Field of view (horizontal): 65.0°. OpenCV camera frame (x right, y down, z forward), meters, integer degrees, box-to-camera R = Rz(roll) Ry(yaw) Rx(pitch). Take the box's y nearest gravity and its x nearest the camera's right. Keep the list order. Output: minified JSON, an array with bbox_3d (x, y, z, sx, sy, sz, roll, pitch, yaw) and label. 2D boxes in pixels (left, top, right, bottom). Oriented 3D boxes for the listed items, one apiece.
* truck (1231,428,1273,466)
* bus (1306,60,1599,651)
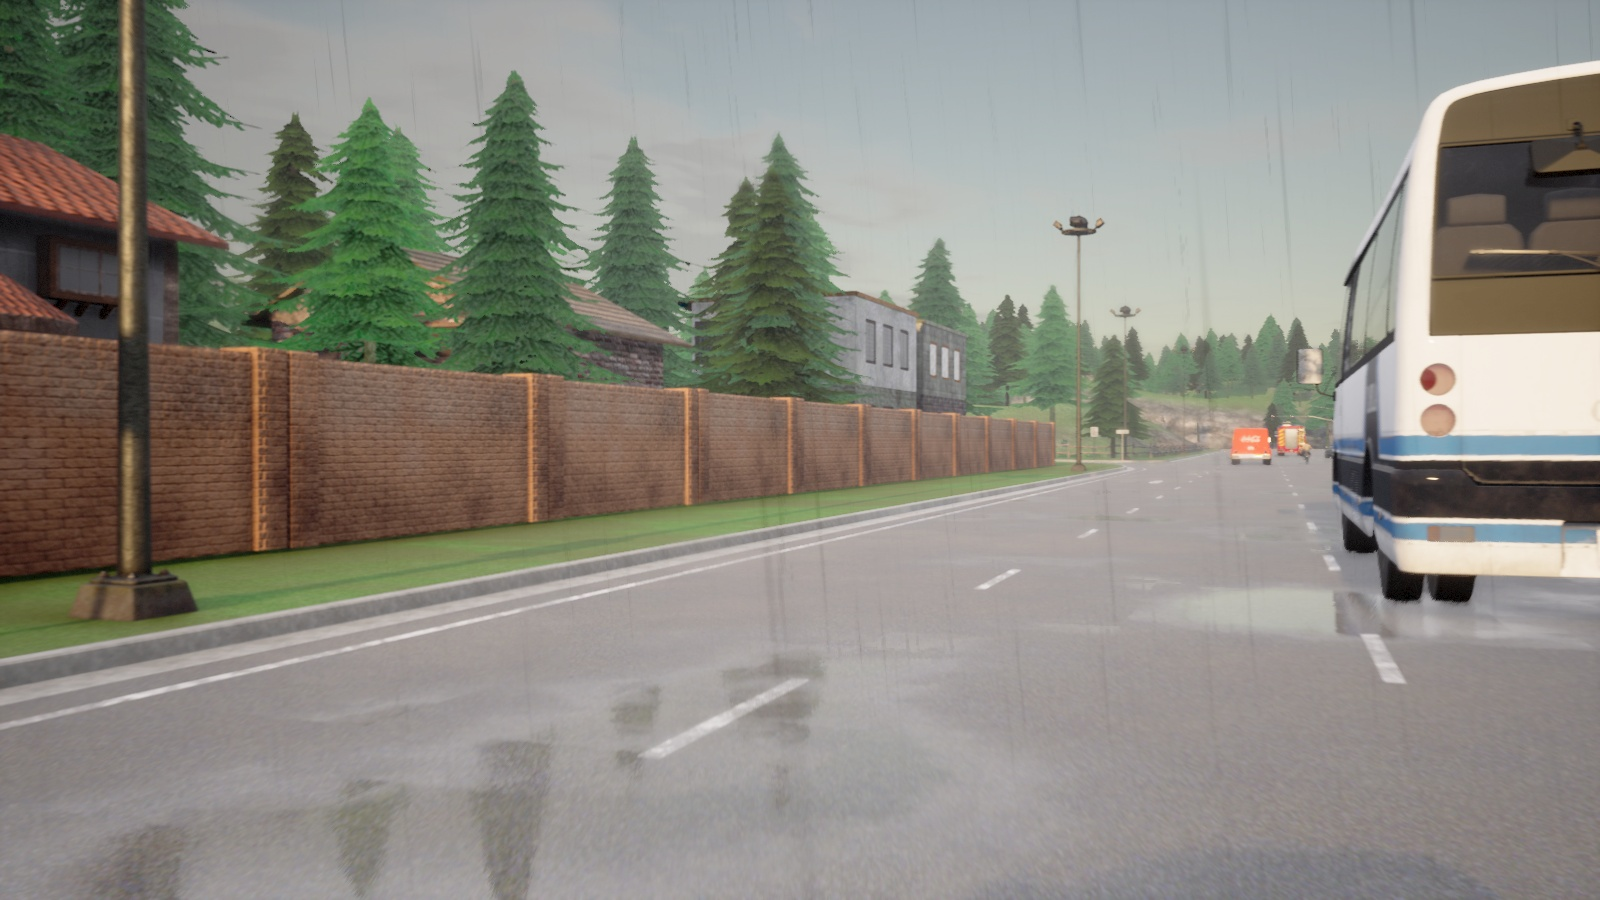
[{"bbox_3d":[30.576,-0.196,84.897,2.627,2.467,5.204,0,0,20],"label":"truck"},{"bbox_3d":[7.818,-0.702,13.757,3.944,4.253,10.273,0,0,20],"label":"bus"}]
